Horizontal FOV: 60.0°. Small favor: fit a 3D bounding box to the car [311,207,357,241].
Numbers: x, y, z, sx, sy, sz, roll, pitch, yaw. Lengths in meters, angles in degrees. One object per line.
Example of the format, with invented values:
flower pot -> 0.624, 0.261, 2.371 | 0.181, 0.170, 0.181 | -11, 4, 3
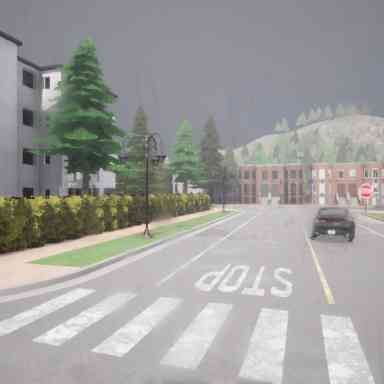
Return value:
car -> 7.156, 1.523, 16.855 | 1.837, 1.490, 4.892 | 1, 0, 24
